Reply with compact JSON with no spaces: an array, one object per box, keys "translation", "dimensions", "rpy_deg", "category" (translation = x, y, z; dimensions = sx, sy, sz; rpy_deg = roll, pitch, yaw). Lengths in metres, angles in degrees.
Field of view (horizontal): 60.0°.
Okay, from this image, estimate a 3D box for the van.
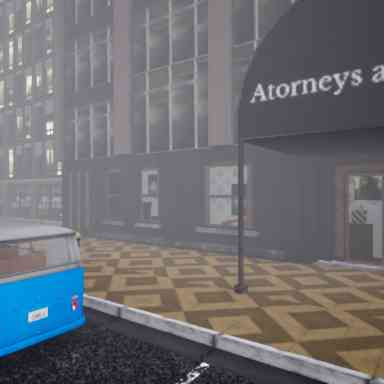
[{"translation":[-3.483,1.340,5.349],"dimensions":[3.998,1.788,1.690],"rpy_deg":[0,0,35],"category":"van"}]
